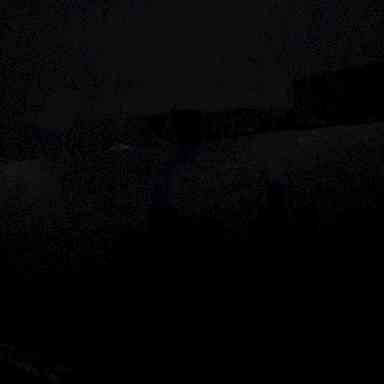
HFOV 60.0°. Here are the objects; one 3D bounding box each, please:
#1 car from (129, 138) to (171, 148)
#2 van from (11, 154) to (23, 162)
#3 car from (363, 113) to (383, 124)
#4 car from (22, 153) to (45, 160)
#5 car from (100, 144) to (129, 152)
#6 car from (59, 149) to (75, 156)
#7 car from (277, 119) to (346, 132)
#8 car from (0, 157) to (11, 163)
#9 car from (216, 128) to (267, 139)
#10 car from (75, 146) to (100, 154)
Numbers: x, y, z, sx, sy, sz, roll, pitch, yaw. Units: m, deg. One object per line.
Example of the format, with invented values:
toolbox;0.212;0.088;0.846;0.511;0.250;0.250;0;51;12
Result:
car;-3.908;-4.744;34.024;4.553;1.767;2.185;2;1;42
van;-28.369;-5.481;56.320;4.442;1.987;1.878;1;1;42
car;12.432;-4.079;19.294;4.674;1.452;2.002;2;1;41
car;-24.383;-5.160;52.687;4.892;1.521;2.231;1;1;42
car;-7.969;-4.690;37.727;4.674;1.452;2.002;2;1;42
car;-16.240;-5.081;45.266;4.553;1.767;2.185;2;1;42
car;8.259;-4.264;22.946;4.892;1.521;2.231;2;1;42
car;-32.541;-5.307;60.124;4.674;1.452;2.002;1;1;42
car;4.175;-4.391;26.657;4.892;1.521;2.231;2;1;42
car;-12.161;-4.972;41.547;4.553;1.767;2.185;2;1;42
